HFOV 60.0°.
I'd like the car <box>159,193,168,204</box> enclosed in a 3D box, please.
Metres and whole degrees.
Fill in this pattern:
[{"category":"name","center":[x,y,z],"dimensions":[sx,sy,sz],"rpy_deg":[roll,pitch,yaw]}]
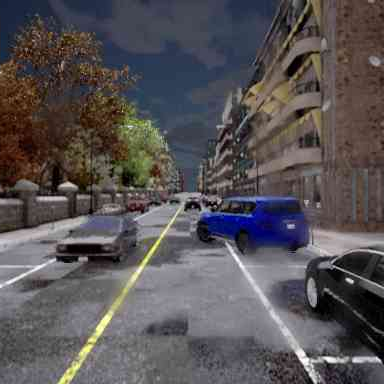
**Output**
[{"category":"car","center":[-5.676,1.191,62.308],"dimensions":[2.192,1.841,5.009],"rpy_deg":[1,0,0]}]

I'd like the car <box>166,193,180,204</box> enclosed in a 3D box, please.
[{"category":"car","center":[-3.004,1.430,59.396],"dimensions":[2.033,1.411,5.357],"rpy_deg":[0,0,0]}]

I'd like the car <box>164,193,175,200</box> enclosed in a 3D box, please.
[{"category":"car","center":[-5.678,1.148,84.401],"dimensions":[2.192,1.841,5.009],"rpy_deg":[1,0,0]}]

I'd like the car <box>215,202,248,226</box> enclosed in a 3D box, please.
[{"category":"car","center":[2.702,1.478,23.814],"dimensions":[1.752,1.417,4.829],"rpy_deg":[1,0,0]}]

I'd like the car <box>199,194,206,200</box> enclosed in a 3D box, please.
[{"category":"car","center":[2.698,1.348,90.095],"dimensions":[1.752,1.417,4.829],"rpy_deg":[1,0,0]}]

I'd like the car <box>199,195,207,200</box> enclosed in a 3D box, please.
[{"category":"car","center":[2.697,1.415,84.402],"dimensions":[1.802,1.307,4.206],"rpy_deg":[1,0,0]}]

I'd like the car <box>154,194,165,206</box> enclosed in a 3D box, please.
[{"category":"car","center":[-5.680,1.464,51.261],"dimensions":[1.947,1.339,4.313],"rpy_deg":[1,0,0]}]

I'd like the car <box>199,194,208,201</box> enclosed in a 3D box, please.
[{"category":"car","center":[2.700,1.284,78.879],"dimensions":[1.967,1.590,4.097],"rpy_deg":[1,0,0]}]

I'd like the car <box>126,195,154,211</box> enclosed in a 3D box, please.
[{"category":"car","center":[-5.674,1.246,34.691],"dimensions":[2.192,1.841,5.009],"rpy_deg":[1,0,0]}]

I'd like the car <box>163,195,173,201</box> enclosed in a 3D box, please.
[{"category":"car","center":[-5.681,1.388,78.878],"dimensions":[1.887,1.381,4.507],"rpy_deg":[1,0,0]}]

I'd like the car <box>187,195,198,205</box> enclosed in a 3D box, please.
[{"category":"car","center":[0.096,1.363,57.600],"dimensions":[1.882,1.535,5.008],"rpy_deg":[0,0,0]}]

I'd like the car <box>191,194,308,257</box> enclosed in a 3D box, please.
[{"category":"car","center":[2.158,1.197,13.268],"dimensions":[2.150,2.045,5.566],"rpy_deg":[0,0,-23]}]

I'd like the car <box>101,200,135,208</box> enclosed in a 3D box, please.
[{"category":"car","center":[-5.679,1.504,23.644],"dimensions":[2.008,1.369,4.403],"rpy_deg":[1,0,0]}]

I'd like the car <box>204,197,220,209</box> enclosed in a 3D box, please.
[{"category":"car","center":[2.699,1.475,45.737],"dimensions":[1.947,1.339,4.313],"rpy_deg":[1,0,0]}]

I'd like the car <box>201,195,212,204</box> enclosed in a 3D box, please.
[{"category":"car","center":[2.702,1.316,62.308],"dimensions":[1.967,1.590,4.097],"rpy_deg":[1,0,0]}]

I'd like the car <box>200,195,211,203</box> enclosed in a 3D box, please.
[{"category":"car","center":[2.699,1.410,67.831],"dimensions":[1.887,1.381,4.507],"rpy_deg":[1,0,0]}]

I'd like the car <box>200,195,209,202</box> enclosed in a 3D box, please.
[{"category":"car","center":[2.699,1.379,73.525],"dimensions":[1.752,1.417,4.829],"rpy_deg":[1,0,0]}]

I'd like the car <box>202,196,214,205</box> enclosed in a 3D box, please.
[{"category":"car","center":[2.699,1.453,56.785],"dimensions":[1.947,1.339,4.313],"rpy_deg":[1,0,0]}]

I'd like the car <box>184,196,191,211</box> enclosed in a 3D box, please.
[{"category":"car","center":[0.092,1.449,38.761],"dimensions":[1.812,1.442,4.674],"rpy_deg":[0,0,0]}]

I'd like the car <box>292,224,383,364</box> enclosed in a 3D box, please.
[{"category":"car","center":[3.145,1.494,4.750],"dimensions":[1.837,1.490,4.892],"rpy_deg":[0,0,0]}]

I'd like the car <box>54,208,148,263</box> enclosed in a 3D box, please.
[{"category":"car","center":[-3.102,1.523,12.145],"dimensions":[2.033,1.411,5.357],"rpy_deg":[0,0,0]}]
